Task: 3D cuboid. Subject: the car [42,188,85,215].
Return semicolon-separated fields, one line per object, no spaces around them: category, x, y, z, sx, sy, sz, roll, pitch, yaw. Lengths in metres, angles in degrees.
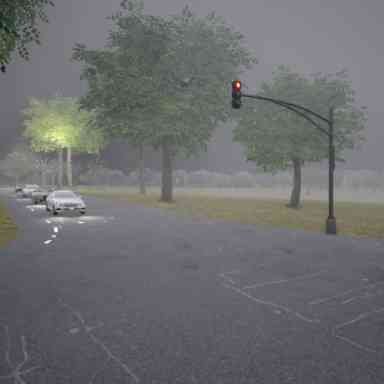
car;-8.386;0.616;21.851;1.812;1.442;4.674;0;2;-31

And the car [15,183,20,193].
car;-25.721;-0.589;50.294;2.033;1.411;5.357;0;2;-31

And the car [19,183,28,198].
car;-18.308;-0.105;38.049;1.812;1.442;4.674;0;2;-31

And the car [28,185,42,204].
car;-13.006;0.313;29.410;1.994;1.385;4.181;0;2;-31
